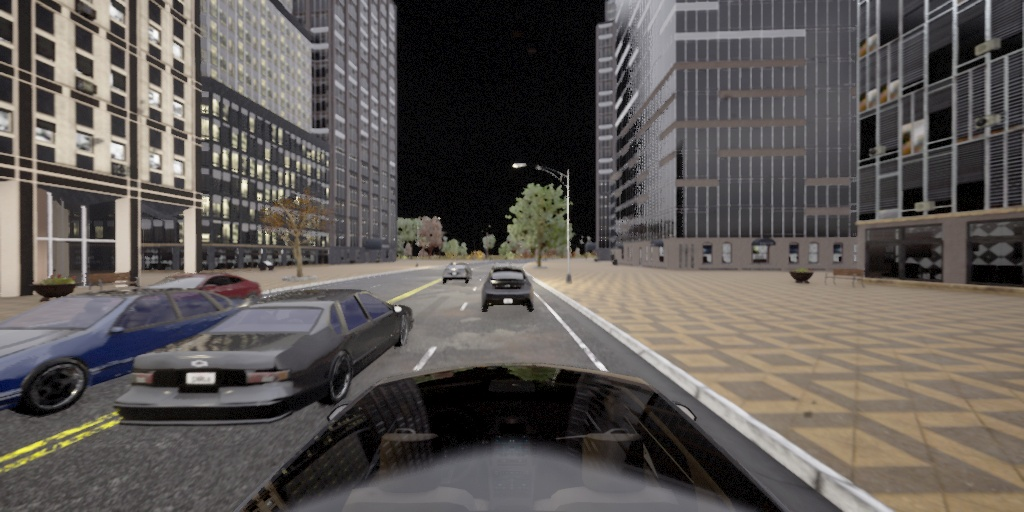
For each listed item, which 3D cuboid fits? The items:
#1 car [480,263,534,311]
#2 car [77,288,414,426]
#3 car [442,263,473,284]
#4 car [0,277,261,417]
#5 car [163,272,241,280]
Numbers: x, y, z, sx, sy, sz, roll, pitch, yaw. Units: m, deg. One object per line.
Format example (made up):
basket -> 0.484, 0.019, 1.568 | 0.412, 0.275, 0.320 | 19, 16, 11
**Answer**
car -> -0.204, 1.219, 14.335 | 1.837, 1.490, 4.892 | 0, 1, -2
car -> -3.220, 1.288, 6.177 | 2.033, 1.411, 5.357 | 0, 0, -1
car -> -3.963, 1.228, 26.591 | 2.033, 1.411, 5.357 | 0, 0, -2
car -> -6.669, 1.292, 6.190 | 2.033, 1.411, 5.357 | 0, 0, -1
car -> -10.039, 1.259, 11.377 | 1.812, 1.442, 4.674 | 0, 0, -2
